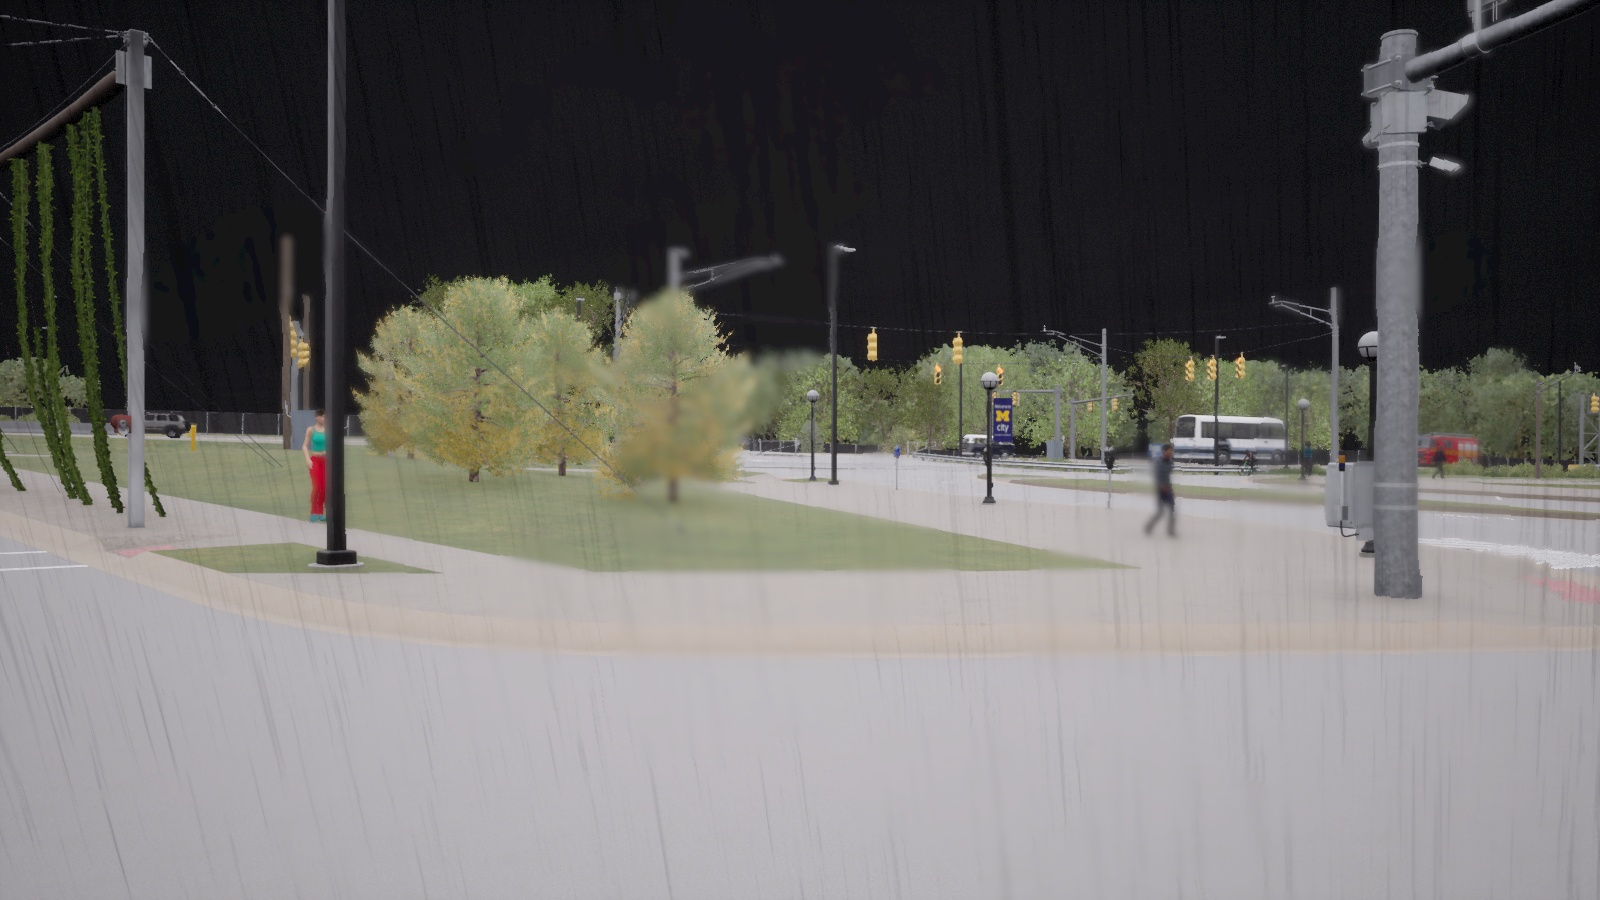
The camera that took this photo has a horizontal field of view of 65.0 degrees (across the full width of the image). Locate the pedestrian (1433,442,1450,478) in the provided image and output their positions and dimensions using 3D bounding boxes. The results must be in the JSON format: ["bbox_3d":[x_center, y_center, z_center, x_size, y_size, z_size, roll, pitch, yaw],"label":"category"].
[{"bbox_3d":[33.099,0.492,64.781,0.726,1.842,0.402,0,0,-17],"label":"pedestrian"}]

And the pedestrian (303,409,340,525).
[{"bbox_3d":[-7.720,0.266,20.256,0.345,1.836,0.594,0,0,-43],"label":"pedestrian"}]

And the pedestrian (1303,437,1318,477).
[{"bbox_3d":[25.250,0.342,62.109,0.396,1.930,0.692,0,0,-11],"label":"pedestrian"}]

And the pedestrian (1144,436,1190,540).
[{"bbox_3d":[7.012,0.709,23.997,0.423,1.949,0.788,0,0,-25],"label":"pedestrian"}]
